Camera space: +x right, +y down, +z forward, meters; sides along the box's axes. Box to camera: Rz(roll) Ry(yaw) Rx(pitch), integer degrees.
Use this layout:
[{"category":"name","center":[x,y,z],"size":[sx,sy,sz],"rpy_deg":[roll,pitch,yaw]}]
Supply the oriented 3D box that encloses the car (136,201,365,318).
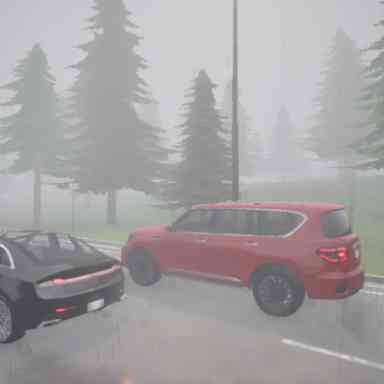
[{"category":"car","center":[0.861,1.221,7.676],"size":[5.566,2.045,2.150],"rpy_deg":[0,0,35]}]

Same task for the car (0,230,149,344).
[{"category":"car","center":[-3.423,1.491,6.431],"size":[4.902,1.511,2.128],"rpy_deg":[0,0,35]}]
